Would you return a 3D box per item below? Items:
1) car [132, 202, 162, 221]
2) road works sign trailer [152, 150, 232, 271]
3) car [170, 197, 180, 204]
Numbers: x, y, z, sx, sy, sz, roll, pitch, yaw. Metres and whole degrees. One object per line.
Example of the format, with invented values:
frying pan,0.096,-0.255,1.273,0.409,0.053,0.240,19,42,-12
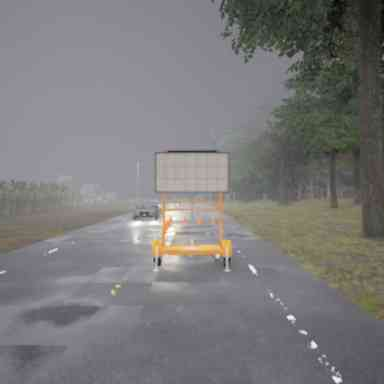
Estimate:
car,-3.586,1.540,26.989,1.994,1.385,4.181,0,0,0
road works sign trailer,0.006,0.441,10.757,2.380,3.560,2.880,0,0,1
car,-3.470,1.751,68.632,1.994,1.385,4.181,0,-1,0
